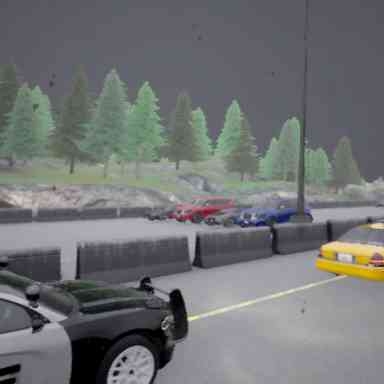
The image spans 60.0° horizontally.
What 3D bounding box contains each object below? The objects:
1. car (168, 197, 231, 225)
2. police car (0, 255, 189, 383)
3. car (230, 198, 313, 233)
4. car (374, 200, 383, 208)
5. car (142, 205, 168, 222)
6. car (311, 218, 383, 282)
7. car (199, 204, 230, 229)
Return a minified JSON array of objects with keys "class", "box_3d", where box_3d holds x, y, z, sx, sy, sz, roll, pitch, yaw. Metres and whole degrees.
[{"class":"car","box_3d":[1.174,1.443,26.748,5.566,2.045,2.150,0,0,-37]},{"class":"police car","box_3d":[-2.389,1.456,3.394,5.238,1.638,1.930,0,-1,-37]},{"class":"car","box_3d":[5.377,1.395,21.150,5.566,2.045,2.150,0,0,-37]},{"class":"car","box_3d":[31.179,1.930,53.523,4.181,1.385,1.994,0,-1,-36]},{"class":"car","box_3d":[-1.603,1.793,29.036,5.357,1.411,2.033,0,-1,-37]},{"class":"car","box_3d":[5.685,1.543,9.444,5.366,1.575,1.801,0,-1,-37]},{"class":"car","box_3d":[2.918,1.763,23.676,4.181,1.385,1.994,0,-1,-37]}]
